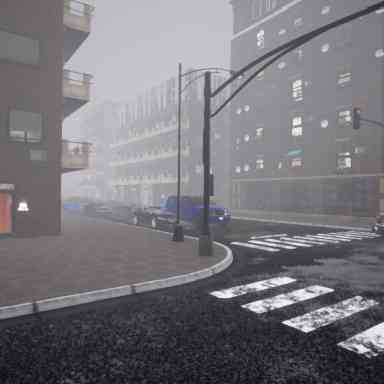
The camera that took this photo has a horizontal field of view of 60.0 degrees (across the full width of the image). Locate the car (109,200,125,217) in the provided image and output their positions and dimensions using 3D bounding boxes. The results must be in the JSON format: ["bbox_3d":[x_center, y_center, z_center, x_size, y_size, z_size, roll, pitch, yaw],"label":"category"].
[{"bbox_3d":[-5.561,1.637,30.518,1.895,1.301,4.718,1,-1,-35],"label":"car"}]

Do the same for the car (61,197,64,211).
[{"bbox_3d":[-15.140,1.581,40.029,2.008,1.369,4.403,1,-1,-35],"label":"car"}]

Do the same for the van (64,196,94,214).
[{"bbox_3d":[-11.954,1.361,35.431,1.690,1.788,3.998,1,-1,-35],"label":"van"}]

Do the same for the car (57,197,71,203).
[{"bbox_3d":[-27.768,1.727,72.111,1.887,1.381,4.507,1,-1,-35],"label":"car"}]

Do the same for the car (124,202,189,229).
[{"bbox_3d":[-2.402,1.540,21.630,2.008,1.369,4.403,1,-1,-35],"label":"car"}]

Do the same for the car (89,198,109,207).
[{"bbox_3d":[-15.030,1.730,53.713,1.802,1.307,4.206,1,-1,-35],"label":"car"}]

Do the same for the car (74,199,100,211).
[{"bbox_3d":[-13.216,1.587,41.614,1.812,1.442,4.674,1,-1,-35],"label":"car"}]

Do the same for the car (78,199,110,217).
[{"bbox_3d":[-8.772,1.592,30.829,1.802,1.307,4.206,1,-1,-35],"label":"car"}]

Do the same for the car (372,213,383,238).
[{"bbox_3d":[11.088,1.287,14.536,5.566,2.045,2.150,0,2,13],"label":"car"}]

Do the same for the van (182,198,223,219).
[{"bbox_3d":[0.893,1.439,30.717,1.690,1.788,3.998,1,-1,-35],"label":"van"}]

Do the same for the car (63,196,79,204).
[{"bbox_3d":[-24.582,1.614,67.512,1.967,1.590,4.097,1,-1,-35],"label":"car"}]

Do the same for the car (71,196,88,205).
[{"bbox_3d":[-21.398,1.606,62.913,1.967,1.590,4.097,1,-1,-35],"label":"car"}]

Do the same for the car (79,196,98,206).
[{"bbox_3d":[-18.214,1.597,58.313,1.967,1.590,4.097,1,-1,-35],"label":"car"}]

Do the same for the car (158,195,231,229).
[{"bbox_3d":[0.183,1.240,22.234,2.150,2.045,5.566,1,-1,-35],"label":"car"}]
